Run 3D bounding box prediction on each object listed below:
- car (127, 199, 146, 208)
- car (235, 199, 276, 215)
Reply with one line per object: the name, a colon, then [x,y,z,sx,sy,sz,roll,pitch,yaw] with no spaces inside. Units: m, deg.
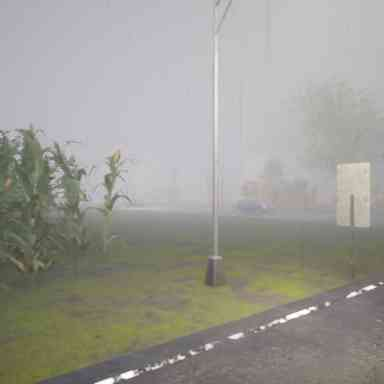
car: [-9.453,1.938,56.535,1.994,1.385,4.181,0,0,-37]
car: [6.855,1.555,36.168,2.097,1.767,4.553,0,0,-40]
